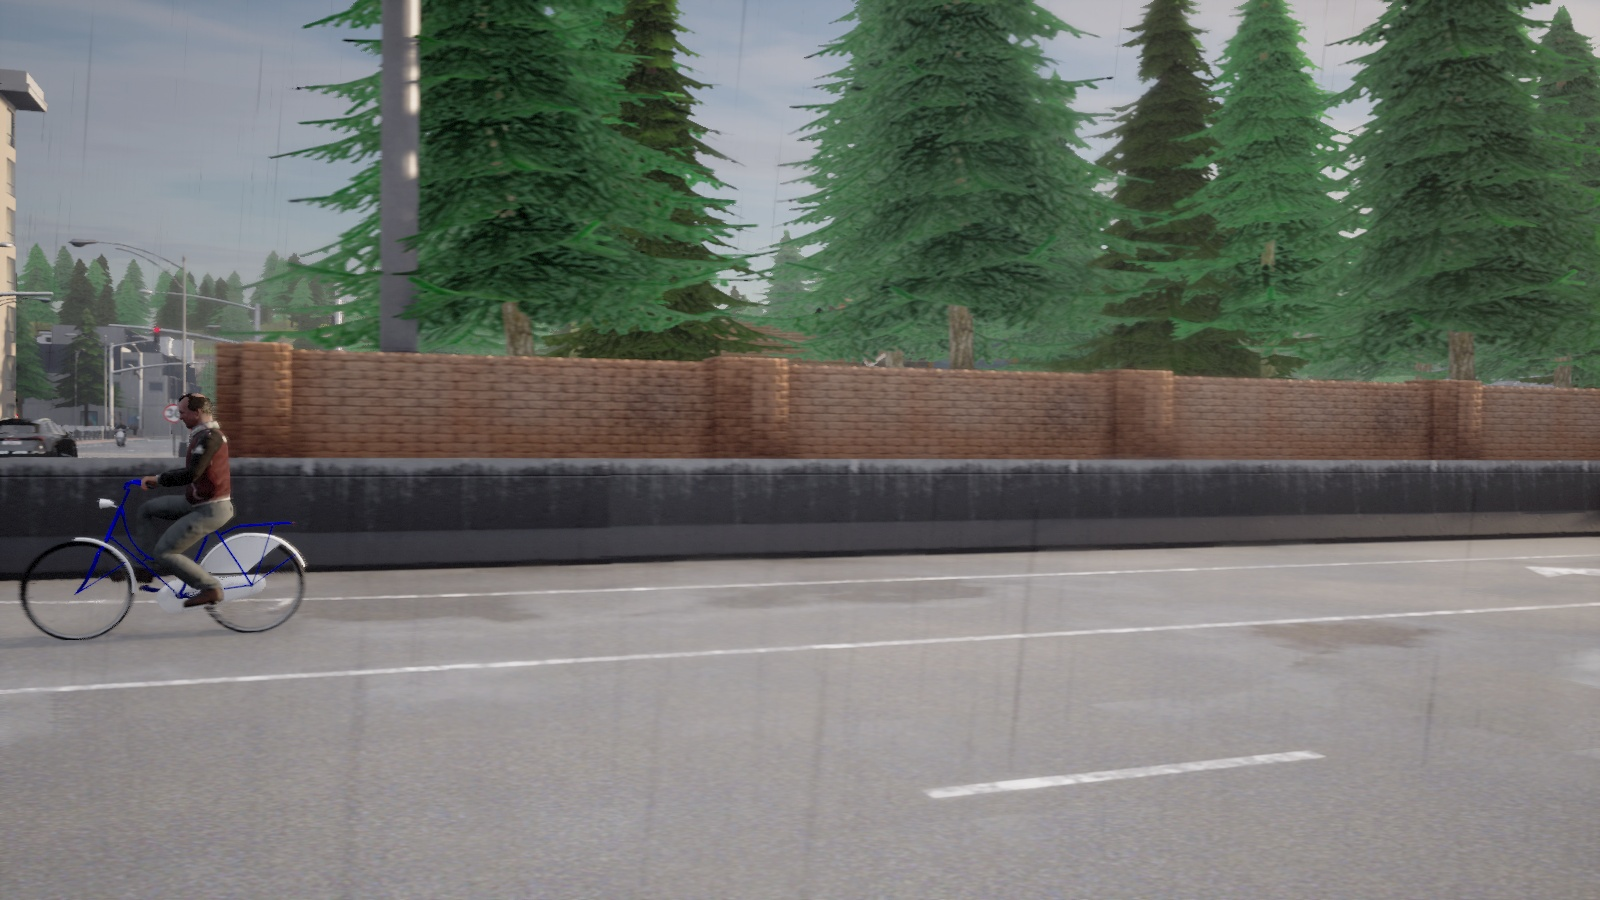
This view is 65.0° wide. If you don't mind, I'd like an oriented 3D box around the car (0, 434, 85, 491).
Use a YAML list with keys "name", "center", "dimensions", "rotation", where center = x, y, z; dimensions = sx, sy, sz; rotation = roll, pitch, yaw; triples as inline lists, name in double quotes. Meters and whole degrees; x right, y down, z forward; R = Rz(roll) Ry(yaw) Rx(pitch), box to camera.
- name: "car"
  center: [-23.838, 0.332, 38.993]
  dimensions: [2.033, 1.649, 4.856]
  rotation: [-1, 1, -20]

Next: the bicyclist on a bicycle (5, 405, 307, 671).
- name: "bicyclist on a bicycle"
  center: [-4.538, 0.571, 9.002]
  dimensions: [1.843, 1.776, 0.659]
  rotation: [-1, 1, -21]
